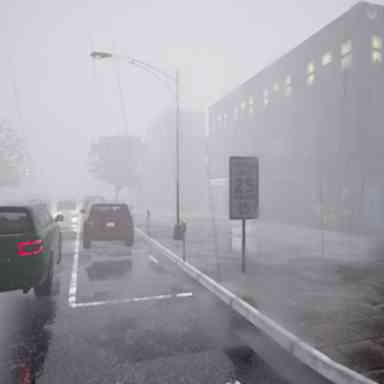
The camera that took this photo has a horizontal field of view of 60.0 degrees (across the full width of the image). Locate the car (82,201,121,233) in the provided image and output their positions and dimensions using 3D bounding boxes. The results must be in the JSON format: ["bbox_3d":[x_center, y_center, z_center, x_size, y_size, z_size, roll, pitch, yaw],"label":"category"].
[{"bbox_3d":[-5.490,1.398,19.790,1.967,1.590,4.097,1,0,-18],"label":"car"}]

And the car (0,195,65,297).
[{"bbox_3d":[-4.538,1.200,8.310,2.150,2.045,5.566,0,0,-18],"label":"car"}]

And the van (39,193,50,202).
[{"bbox_3d":[-30.843,1.159,69.777,1.690,1.788,3.998,1,0,-18],"label":"van"}]

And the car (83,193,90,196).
[{"bbox_3d":[-8.969,1.249,30.318,2.192,1.841,5.009,1,0,-18],"label":"car"}]

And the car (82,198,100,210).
[{"bbox_3d":[-12.452,1.475,40.842,1.947,1.339,4.313,1,0,-18],"label":"car"}]

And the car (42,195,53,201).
[{"bbox_3d":[-32.586,1.354,75.040,2.008,1.369,4.403,1,0,-18],"label":"car"}]

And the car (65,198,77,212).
[{"bbox_3d":[-14.257,1.389,37.875,1.882,1.535,5.008,0,0,-18],"label":"car"}]

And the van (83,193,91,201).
[{"bbox_3d":[-24.631,1.154,77.684,1.690,1.788,3.998,1,0,-18],"label":"van"}]

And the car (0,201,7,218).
[{"bbox_3d":[-16.925,1.491,27.674,1.947,1.339,4.313,1,0,-18],"label":"car"}]

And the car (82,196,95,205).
[{"bbox_3d":[-17.672,1.420,56.630,2.008,1.369,4.403,1,0,-18],"label":"car"}]

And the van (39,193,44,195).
[{"bbox_3d":[-25.622,1.201,53.988,1.690,1.788,3.998,1,0,-18],"label":"van"}]

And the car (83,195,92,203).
[{"bbox_3d":[-21.206,1.367,67.318,1.752,1.417,4.829,1,0,-18],"label":"car"}]

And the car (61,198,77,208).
[{"bbox_3d":[-17.422,1.489,47.272,1.895,1.301,4.718,0,0,-18],"label":"car"}]

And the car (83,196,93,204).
[{"bbox_3d":[-19.413,1.438,61.894,1.802,1.307,4.206,1,0,-18],"label":"car"}]

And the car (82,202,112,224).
[{"bbox_3d":[-7.232,1.497,25.054,2.008,1.369,4.403,1,0,-18],"label":"car"}]

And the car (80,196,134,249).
[{"bbox_3d":[-3.748,1.285,14.528,2.192,1.841,5.009,1,0,-18],"label":"car"}]

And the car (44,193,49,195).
[{"bbox_3d":[-29.104,1.272,64.514,1.967,1.590,4.097,1,0,-18],"label":"car"}]

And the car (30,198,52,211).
[{"bbox_3d":[-18.419,1.499,40.735,1.895,1.301,4.718,0,0,-18],"label":"car"}]
